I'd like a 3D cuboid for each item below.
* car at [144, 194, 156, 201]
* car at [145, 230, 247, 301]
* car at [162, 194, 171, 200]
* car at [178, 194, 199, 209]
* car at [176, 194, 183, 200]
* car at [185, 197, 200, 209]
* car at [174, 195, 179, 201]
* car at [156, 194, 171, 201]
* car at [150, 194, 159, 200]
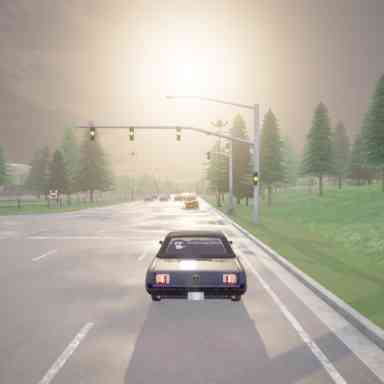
[{"bbox_3d":[-10.344,1.531,80.564,2.033,1.411,5.357,0,0,0],"label":"car"},{"bbox_3d":[0.095,1.601,8.256,1.895,1.301,4.718,0,0,0],"label":"car"},{"bbox_3d":[-6.824,1.372,90.977,2.033,1.411,5.357,0,0,0],"label":"car"},{"bbox_3d":[-0.310,1.059,46.536,1.882,1.535,5.008,-11,16,-6],"label":"car"},{"bbox_3d":[-3.324,1.357,90.971,1.812,1.442,4.674,0,0,0],"label":"car"},{"bbox_3d":[0.093,1.591,49.921,2.033,1.411,5.357,0,2,0],"label":"car"},{"bbox_3d":[-3.343,1.545,80.967,1.994,1.385,4.181,0,0,0],"label":"car"},{"bbox_3d":[-6.844,1.531,80.557,2.033,1.411,5.357,0,0,0],"label":"car"},{"bbox_3d":[-10.324,1.332,90.984,1.837,1.490,4.892,0,0,0],"label":"car"}]
